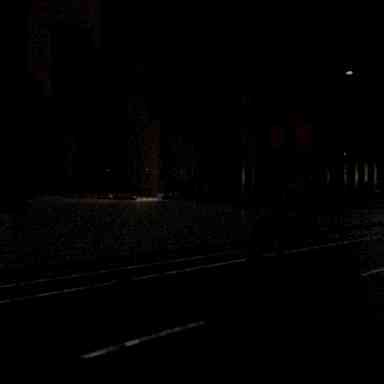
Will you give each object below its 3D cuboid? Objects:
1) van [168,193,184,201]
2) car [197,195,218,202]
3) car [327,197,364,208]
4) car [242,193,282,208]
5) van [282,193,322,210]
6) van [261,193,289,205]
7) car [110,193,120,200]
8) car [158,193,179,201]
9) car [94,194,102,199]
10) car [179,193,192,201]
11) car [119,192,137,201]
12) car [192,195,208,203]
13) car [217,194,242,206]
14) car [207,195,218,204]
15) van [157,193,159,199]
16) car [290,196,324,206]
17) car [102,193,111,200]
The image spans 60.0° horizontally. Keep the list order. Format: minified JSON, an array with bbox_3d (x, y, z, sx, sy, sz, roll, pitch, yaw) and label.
[{"bbox_3d":[-3.613,1.047,74.753,1.690,1.788,3.998,0,0,-36],"label":"van"},{"bbox_3d":[2.984,1.287,65.510,1.802,1.307,4.206,0,0,-36],"label":"car"},{"bbox_3d":[19.473,1.266,42.402,2.008,1.369,4.403,0,0,-36],"label":"car"},{"bbox_3d":[9.236,1.061,42.071,2.192,1.841,5.009,0,0,-36],"label":"car"},{"bbox_3d":[12.533,1.091,37.449,1.690,1.788,3.998,0,0,-36],"label":"van"},{"bbox_3d":[12.876,1.049,51.646,1.690,1.788,3.998,0,0,-36],"label":"van"},{"bbox_3d":[-17.145,1.182,79.043,1.967,1.590,4.097,0,0,-36],"label":"car"},{"bbox_3d":[-4.468,1.090,71.196,2.033,1.411,5.357,0,0,-36],"label":"car"},{"bbox_3d":[-23.741,1.309,88.286,1.947,1.339,4.313,0,0,-36],"label":"car"},{"bbox_3d":[-0.314,1.288,70.132,1.802,1.307,4.206,0,0,-36],"label":"car"},{"bbox_3d":[-13.848,1.292,74.422,2.008,1.369,4.403,0,0,-36],"label":"car"},{"bbox_3d":[2.568,1.242,61.394,1.812,1.442,4.674,0,0,-35],"label":"car"},{"bbox_3d":[5.939,1.325,46.693,1.802,1.307,4.206,0,0,-36],"label":"car"},{"bbox_3d":[4.888,1.295,52.780,1.994,1.385,4.181,0,0,-35],"label":"car"},{"bbox_3d":[-6.910,1.048,79.375,1.690,1.788,3.998,0,0,-36],"label":"van"},{"bbox_3d":[16.175,1.293,47.024,1.802,1.307,4.206,0,0,-36],"label":"car"},{"bbox_3d":[-20.344,1.268,83.526,1.752,1.417,4.829,0,0,-36],"label":"car"}]
